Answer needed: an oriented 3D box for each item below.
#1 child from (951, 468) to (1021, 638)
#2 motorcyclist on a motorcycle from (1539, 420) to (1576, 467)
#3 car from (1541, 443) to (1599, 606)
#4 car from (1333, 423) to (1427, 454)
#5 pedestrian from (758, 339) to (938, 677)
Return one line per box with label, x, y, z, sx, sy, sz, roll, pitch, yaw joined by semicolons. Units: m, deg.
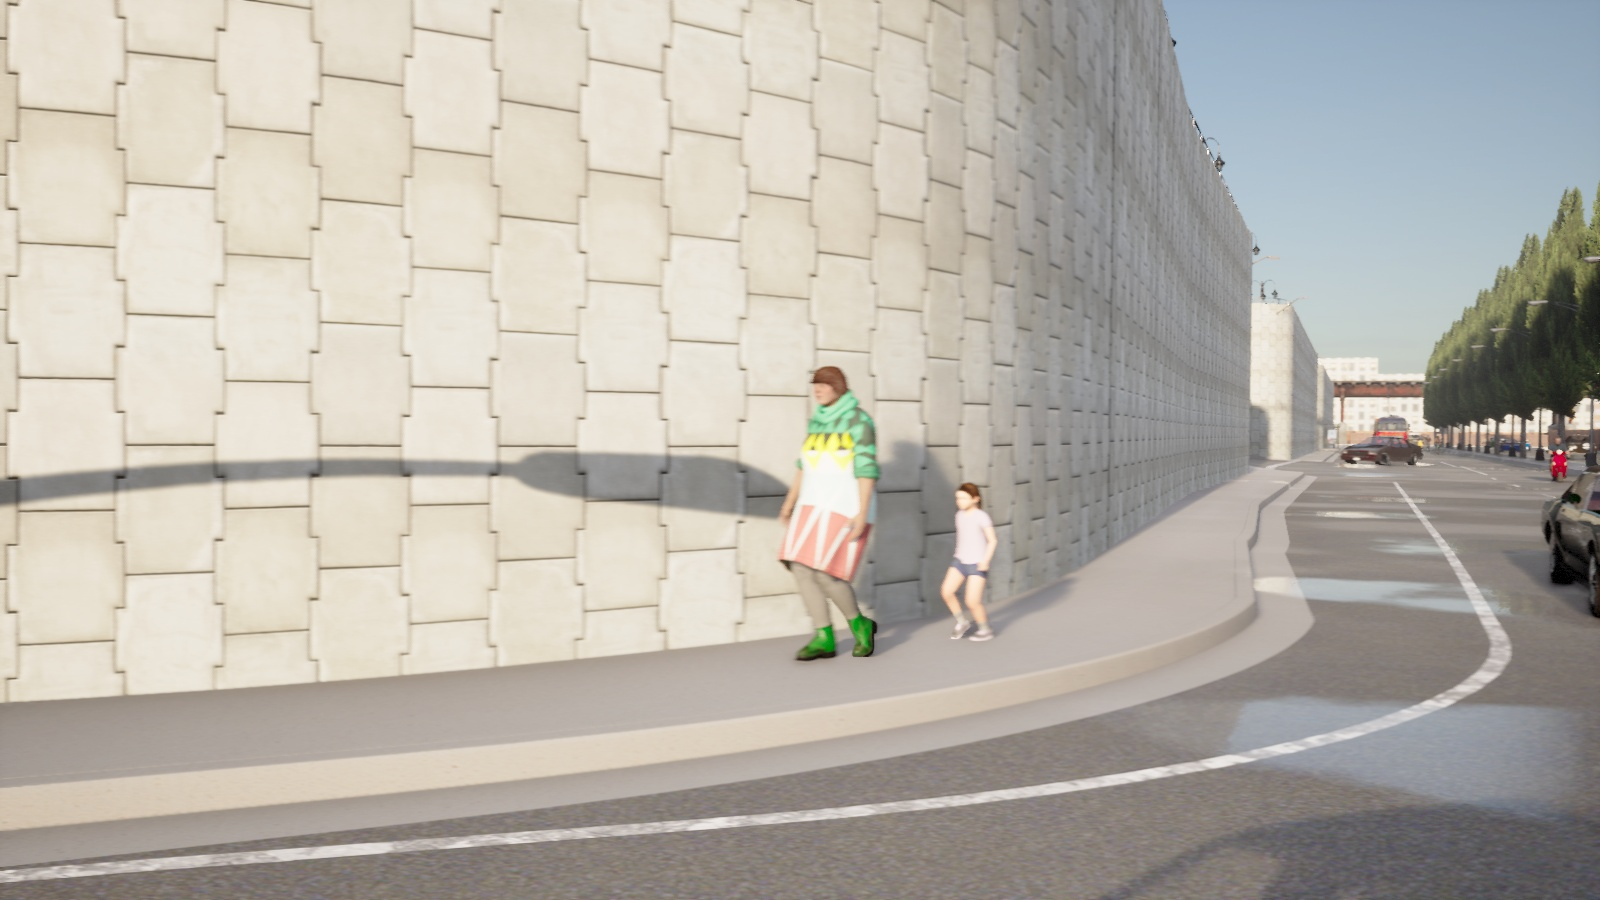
child;1.262;0.685;8.515;0.394;1.110;0.255;-1;1;-39
motorcyclist on a motorcycle;26.485;-0.236;43.938;0.866;1.590;1.817;0;1;24
car;8.400;0.617;11.930;1.895;1.301;4.718;0;1;25
car;28.532;-0.590;61.667;5.357;1.411;2.033;-1;2;-39
pedestrian;0.297;0.327;7.759;0.873;1.952;0.659;-1;1;-37
